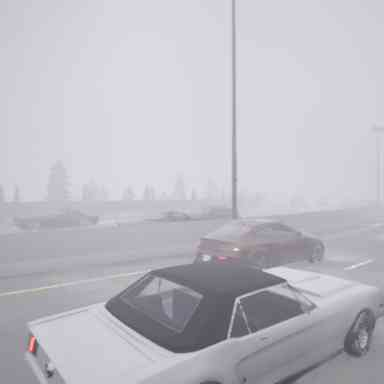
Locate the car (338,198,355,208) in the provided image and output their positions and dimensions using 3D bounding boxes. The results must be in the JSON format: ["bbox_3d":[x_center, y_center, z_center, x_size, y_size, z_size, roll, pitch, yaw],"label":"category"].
[{"bbox_3d":[23.424,1.697,50.493,1.837,1.490,4.892,0,0,24],"label":"car"}]

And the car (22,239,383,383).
[{"bbox_3d":[0.575,1.607,4.307,4.718,1.301,1.895,0,0,-37],"label":"car"}]

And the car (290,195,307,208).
[{"bbox_3d":[17.335,1.439,53.958,2.150,2.045,5.566,0,0,23],"label":"car"}]

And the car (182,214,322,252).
[{"bbox_3d":[2.154,1.541,10.087,4.674,1.442,1.812,0,0,-40],"label":"car"}]

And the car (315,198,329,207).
[{"bbox_3d":[22.529,1.751,57.725,1.837,1.490,4.892,0,0,20],"label":"car"}]

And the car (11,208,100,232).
[{"bbox_3d":[-8.109,1.637,19.975,4.718,1.301,1.895,0,0,-39],"label":"car"}]

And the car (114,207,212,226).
[{"bbox_3d":[-1.478,1.630,16.402,4.718,1.301,1.895,0,0,-41],"label":"car"}]

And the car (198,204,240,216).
[{"bbox_3d":[1.293,1.596,23.696,5.357,1.411,2.033,0,0,-45],"label":"car"}]
